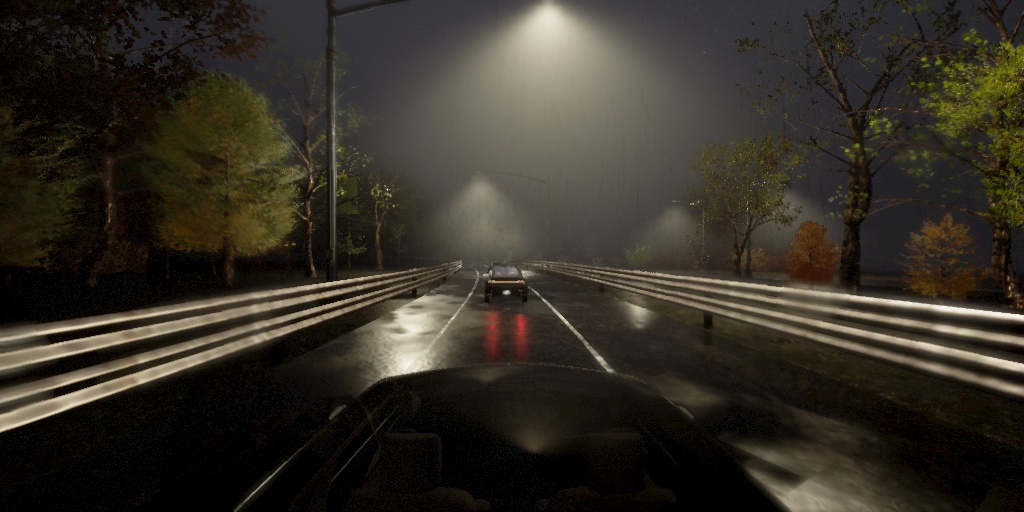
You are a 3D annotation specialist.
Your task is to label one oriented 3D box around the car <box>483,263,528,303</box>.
[{"bbox_3d":[-0.314,1.240,16.604,2.128,1.511,4.902,0,0,-2],"label":"car"}]
